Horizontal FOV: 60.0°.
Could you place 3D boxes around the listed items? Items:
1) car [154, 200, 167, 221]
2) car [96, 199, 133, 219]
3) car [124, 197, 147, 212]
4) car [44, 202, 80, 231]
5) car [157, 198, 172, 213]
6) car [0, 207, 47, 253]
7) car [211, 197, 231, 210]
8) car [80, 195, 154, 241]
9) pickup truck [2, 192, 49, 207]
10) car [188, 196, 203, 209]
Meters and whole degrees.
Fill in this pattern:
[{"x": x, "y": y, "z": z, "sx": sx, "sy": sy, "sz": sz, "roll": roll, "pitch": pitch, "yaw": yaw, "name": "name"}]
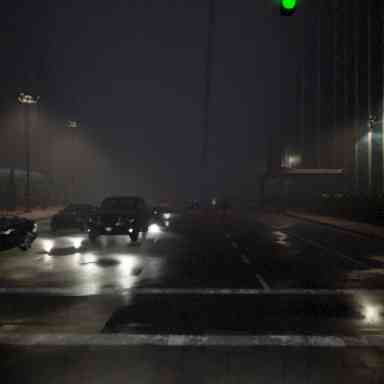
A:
[{"x": -3.402, "y": 1.586, "z": 26.785, "sx": 1.895, "sy": 1.301, "sz": 4.718, "roll": 0, "pitch": 0, "yaw": 1, "name": "car"}, {"x": -6.870, "y": 1.475, "z": 30.125, "sx": 2.128, "sy": 1.511, "sz": 4.902, "roll": 0, "pitch": 0, "yaw": 1, "name": "car"}, {"x": -6.733, "y": 1.455, "z": 40.076, "sx": 1.882, "sy": 1.535, "sz": 5.008, "roll": 0, "pitch": 0, "yaw": 1, "name": "car"}, {"x": -6.971, "y": 1.466, "z": 20.577, "sx": 1.882, "sy": 1.535, "sz": 5.008, "roll": 0, "pitch": 0, "yaw": 1, "name": "car"}, {"x": -3.278, "y": 1.457, "z": 37.224, "sx": 1.882, "sy": 1.535, "sz": 5.008, "roll": 0, "pitch": 0, "yaw": 1, "name": "car"}, {"x": -7.137, "y": 1.485, "z": 11.276, "sx": 2.128, "sy": 1.511, "sz": 4.902, "roll": 0, "pitch": 0, "yaw": 3, "name": "car"}, {"x": 3.954, "y": 1.468, "z": 42.989, "sx": 2.128, "sy": 1.511, "sz": 4.902, "roll": 0, "pitch": 0, "yaw": 1, "name": "car"}, {"x": -3.507, "y": 1.212, "z": 16.837, "sx": 2.150, "sy": 2.045, "sz": 5.566, "roll": 0, "pitch": 0, "yaw": 1, "name": "car"}, {"x": -19.811, "y": 1.037, "z": 38.684, "sx": 2.390, "sy": 2.098, "sz": 6.274, "roll": 0, "pitch": 0, "yaw": 31, "name": "pickup truck"}, {"x": 0.461, "y": 1.577, "z": 43.542, "sx": 1.895, "sy": 1.301, "sz": 4.718, "roll": 0, "pitch": 0, "yaw": 1, "name": "car"}]
